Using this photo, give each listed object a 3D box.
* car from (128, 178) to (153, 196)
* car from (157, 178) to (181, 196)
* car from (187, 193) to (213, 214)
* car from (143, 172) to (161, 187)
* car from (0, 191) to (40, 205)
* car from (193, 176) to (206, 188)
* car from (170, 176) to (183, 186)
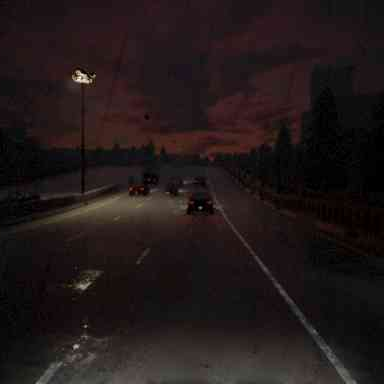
[{"bbox_3d":[-6.092,-0.390,38.952,1.812,1.442,4.674,0,6,1],"label":"car"},{"bbox_3d":[-2.594,-0.416,38.997,1.837,1.490,4.892,0,7,1],"label":"car"},{"bbox_3d":[0.633,0.775,25.314,1.812,1.442,4.674,0,3,1],"label":"car"},{"bbox_3d":[-5.896,-1.951,48.721,2.150,2.045,5.566,0,8,1],"label":"car"},{"bbox_3d":[-13.465,0.715,25.546,2.128,1.511,4.902,0,3,1],"label":"car"},{"bbox_3d":[1.082,-1.528,47.609,2.128,1.511,4.902,0,8,1],"label":"car"},{"bbox_3d":[-2.377,-1.723,49.541,1.994,1.385,4.181,0,8,1],"label":"car"}]
